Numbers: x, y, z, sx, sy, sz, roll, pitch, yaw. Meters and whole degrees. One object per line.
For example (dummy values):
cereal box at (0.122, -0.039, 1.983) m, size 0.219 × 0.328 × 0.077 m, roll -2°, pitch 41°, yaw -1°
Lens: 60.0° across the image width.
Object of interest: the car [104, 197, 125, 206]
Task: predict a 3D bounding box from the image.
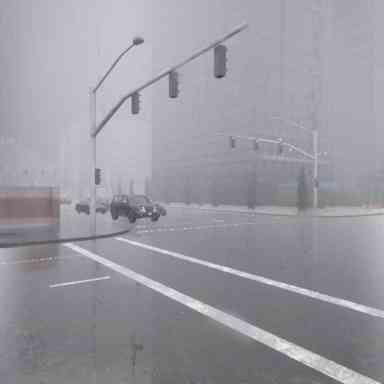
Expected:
car at (-13.119, 1.526, 56.451) m, size 1.812 × 1.442 × 4.674 m, roll 0°, pitch 0°, yaw -36°

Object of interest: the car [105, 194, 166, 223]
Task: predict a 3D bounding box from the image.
car at (-4.598, 1.221, 26.152) m, size 2.150 × 2.045 × 5.566 m, roll 0°, pitch 0°, yaw -35°

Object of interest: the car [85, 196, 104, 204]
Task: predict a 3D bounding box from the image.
car at (-19.086, 1.492, 64.785) m, size 2.128 × 1.511 × 4.902 m, roll 0°, pitch 0°, yaw -36°

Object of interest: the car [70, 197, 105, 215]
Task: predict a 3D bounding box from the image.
car at (-10.556, 1.547, 34.495) m, size 2.033 × 1.411 × 5.357 m, roll 0°, pitch 0°, yaw -36°

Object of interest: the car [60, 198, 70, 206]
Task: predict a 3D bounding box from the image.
car at (-21.842, 1.601, 56.402) m, size 1.895 × 1.301 × 4.718 m, roll 0°, pitch 0°, yaw -35°
